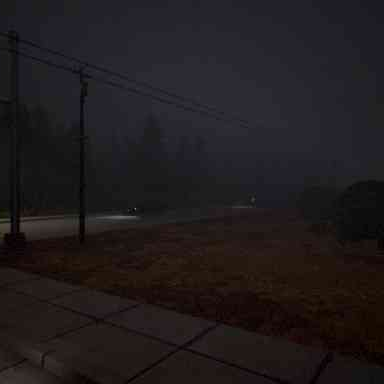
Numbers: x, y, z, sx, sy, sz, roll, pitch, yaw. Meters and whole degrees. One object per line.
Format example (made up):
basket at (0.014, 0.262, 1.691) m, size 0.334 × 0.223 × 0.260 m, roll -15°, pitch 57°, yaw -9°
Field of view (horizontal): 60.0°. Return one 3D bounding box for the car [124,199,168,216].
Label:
car at (-4.358, 1.456, 32.196) m, size 1.837 × 1.490 × 4.892 m, roll 0°, pitch 0°, yaw 37°

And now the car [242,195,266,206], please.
car at (9.424, 1.179, 50.629) m, size 2.097 × 1.767 × 4.553 m, roll 0°, pitch 0°, yaw 37°
